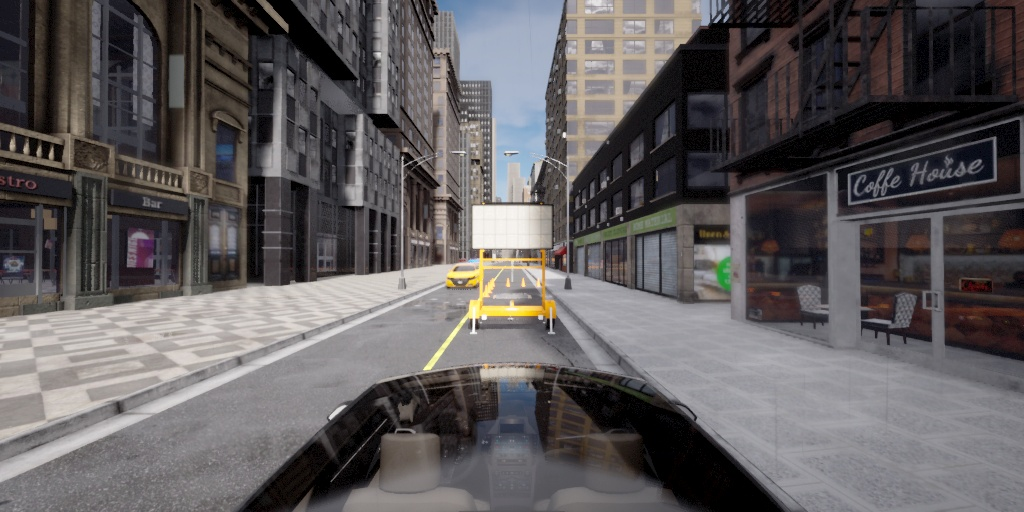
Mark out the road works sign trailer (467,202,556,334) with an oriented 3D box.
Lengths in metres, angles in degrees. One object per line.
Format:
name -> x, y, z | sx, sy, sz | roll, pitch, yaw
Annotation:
road works sign trailer -> 0.013, 0.216, 10.604 | 2.380, 3.560, 2.880 | 0, 0, 0

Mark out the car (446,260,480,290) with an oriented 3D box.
car -> -2.985, 1.238, 23.059 | 1.882, 1.535, 5.008 | 0, 0, 0
